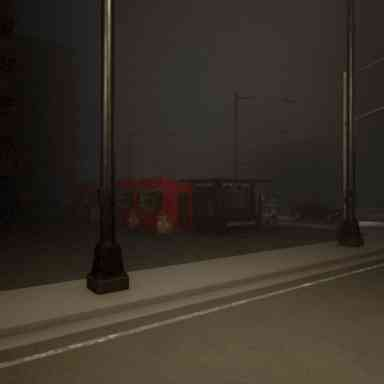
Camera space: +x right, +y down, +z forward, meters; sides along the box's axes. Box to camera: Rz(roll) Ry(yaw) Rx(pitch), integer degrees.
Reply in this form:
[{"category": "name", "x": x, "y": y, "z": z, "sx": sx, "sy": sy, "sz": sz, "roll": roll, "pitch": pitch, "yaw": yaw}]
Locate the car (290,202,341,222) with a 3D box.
[{"category": "car", "x": 10.484, "y": 1.611, "z": 27.571, "sx": 1.837, "sy": 1.490, "sz": 4.892, "roll": 0, "pitch": -1, "yaw": -36}]
